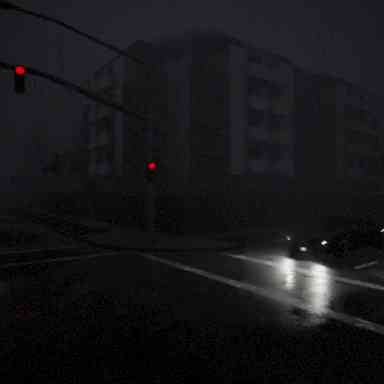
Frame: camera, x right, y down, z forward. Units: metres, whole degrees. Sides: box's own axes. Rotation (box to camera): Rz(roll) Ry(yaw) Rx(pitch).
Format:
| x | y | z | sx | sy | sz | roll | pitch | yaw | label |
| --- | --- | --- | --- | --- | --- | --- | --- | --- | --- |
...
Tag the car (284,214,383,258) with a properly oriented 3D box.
| x | y | z | sx | sy | sz | roll | pitch | yaw | label |
| --- | --- | --- | --- | --- | --- | --- | --- | --- | --- |
| 5.909 | 1.570 | 13.044 | 5.357 | 1.411 | 2.033 | 0 | 0 | -38 | car |
